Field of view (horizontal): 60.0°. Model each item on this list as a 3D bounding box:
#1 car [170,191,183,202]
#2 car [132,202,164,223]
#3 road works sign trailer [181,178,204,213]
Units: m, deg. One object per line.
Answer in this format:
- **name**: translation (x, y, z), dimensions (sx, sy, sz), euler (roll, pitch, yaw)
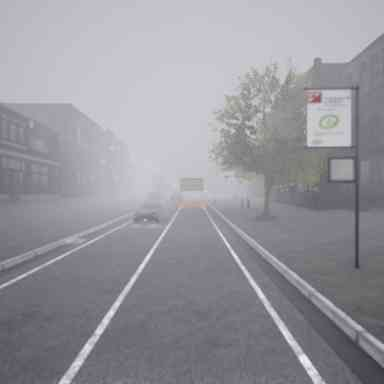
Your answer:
- **car**: translation (-3.005, 0.799, 65.641), dimensions (2.150, 2.045, 5.566), euler (0, 1, 0)
- **car**: translation (-3.099, 1.456, 24.736), dimensions (2.033, 1.411, 5.357), euler (0, 0, 0)
- **road works sign trailer**: translation (0.015, 0.281, 34.871), dimensions (2.380, 3.560, 2.880), euler (0, 1, 0)
